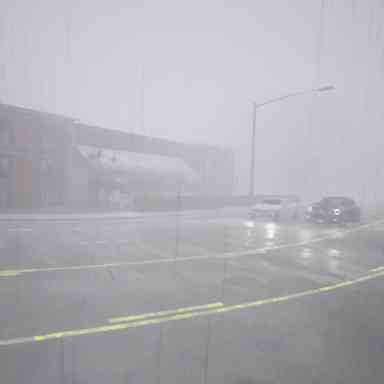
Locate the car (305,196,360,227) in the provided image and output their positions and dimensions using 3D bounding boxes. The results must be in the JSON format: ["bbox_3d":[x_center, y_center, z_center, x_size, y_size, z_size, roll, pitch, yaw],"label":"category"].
[{"bbox_3d":[8.800,1.087,20.629,2.097,1.767,4.553,3,2,41],"label":"car"}]

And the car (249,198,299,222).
[{"bbox_3d":[5.626,1.107,22.309,1.812,1.442,4.674,3,2,41],"label":"car"}]
